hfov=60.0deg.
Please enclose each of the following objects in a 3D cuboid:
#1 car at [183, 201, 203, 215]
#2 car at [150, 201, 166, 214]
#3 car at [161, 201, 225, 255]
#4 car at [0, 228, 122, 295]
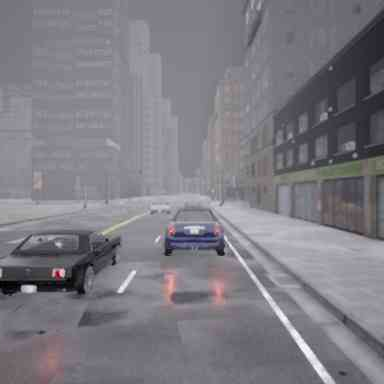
[{"bbox_3d":[0.100,1.600,34.534,1.895,1.301,4.718,0,0,0],"label":"car"},{"bbox_3d":[-3.150,1.600,34.836,1.895,1.301,4.718,0,0,0],"label":"car"},{"bbox_3d":[0.091,1.350,13.364,2.097,1.767,4.553,0,0,0],"label":"car"},{"bbox_3d":[-3.161,1.601,8.688,1.895,1.301,4.718,0,0,0],"label":"car"}]
